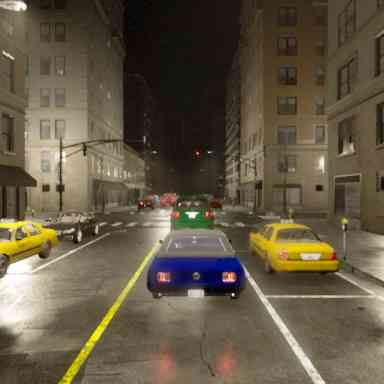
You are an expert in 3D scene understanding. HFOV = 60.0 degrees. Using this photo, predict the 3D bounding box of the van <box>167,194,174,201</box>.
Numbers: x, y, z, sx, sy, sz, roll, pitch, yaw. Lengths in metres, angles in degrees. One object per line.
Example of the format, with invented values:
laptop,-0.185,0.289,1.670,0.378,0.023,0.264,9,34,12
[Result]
van,-5.618,1.361,86.473,1.690,1.788,3.998,0,0,0

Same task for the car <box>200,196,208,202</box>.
car,2.904,1.600,80.966,1.802,1.307,4.206,0,0,0

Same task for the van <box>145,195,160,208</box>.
van,-5.641,1.348,47.962,1.690,1.788,3.998,0,0,0

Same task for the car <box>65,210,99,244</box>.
car,-5.660,1.549,15.687,2.008,1.369,4.403,0,0,0

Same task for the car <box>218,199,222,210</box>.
car,2.881,1.549,42.455,1.887,1.381,4.507,0,0,0

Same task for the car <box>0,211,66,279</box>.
car,-5.663,1.524,9.992,1.752,1.417,4.829,0,0,0

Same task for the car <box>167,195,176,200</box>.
car,-5.615,1.573,91.973,2.008,1.369,4.403,0,0,0

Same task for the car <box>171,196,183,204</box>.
car,-2.982,1.506,66.546,2.128,1.511,4.902,0,0,1

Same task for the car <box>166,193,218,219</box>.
car,0.011,1.220,18.153,2.150,2.045,5.566,0,0,0

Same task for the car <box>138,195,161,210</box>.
car,-5.645,1.320,42.461,2.192,1.841,5.009,0,0,0

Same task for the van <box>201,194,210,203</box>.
van,2.897,1.355,69.963,1.690,1.788,3.998,0,0,0

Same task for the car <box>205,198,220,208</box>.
car,2.885,1.573,47.957,1.947,1.339,4.313,0,0,0

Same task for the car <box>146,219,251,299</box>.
car,0.087,1.599,8.387,1.895,1.301,4.718,0,0,0

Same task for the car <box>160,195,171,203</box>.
car,-5.628,1.454,69.968,1.967,1.590,4.097,0,0,0

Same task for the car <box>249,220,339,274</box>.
car,2.862,1.524,10.326,1.752,1.417,4.829,0,0,0

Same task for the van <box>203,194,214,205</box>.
van,2.891,1.352,58.960,1.690,1.788,3.998,0,0,0

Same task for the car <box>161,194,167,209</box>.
car,-3.075,1.227,45.282,2.150,2.045,5.566,0,0,0

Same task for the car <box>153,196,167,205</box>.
car,-5.635,1.451,58.965,1.967,1.590,4.097,0,0,0
